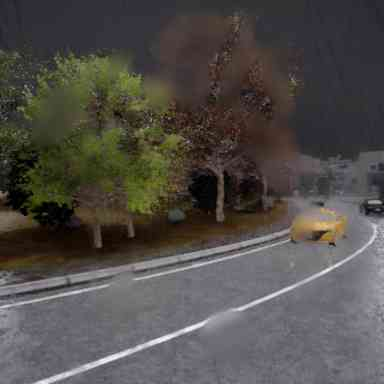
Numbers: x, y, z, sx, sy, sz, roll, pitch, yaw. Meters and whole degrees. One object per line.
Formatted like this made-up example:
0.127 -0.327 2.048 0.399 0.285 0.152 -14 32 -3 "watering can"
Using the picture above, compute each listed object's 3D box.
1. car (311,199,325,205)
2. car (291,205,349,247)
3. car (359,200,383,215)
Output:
20.787 1.865 54.843 1.895 1.301 4.718 -1 -1 16 "car"
6.306 1.612 16.152 1.882 1.535 5.008 -1 -1 33 "car"
18.647 1.565 34.442 1.882 1.535 5.008 -1 -1 18 "car"
